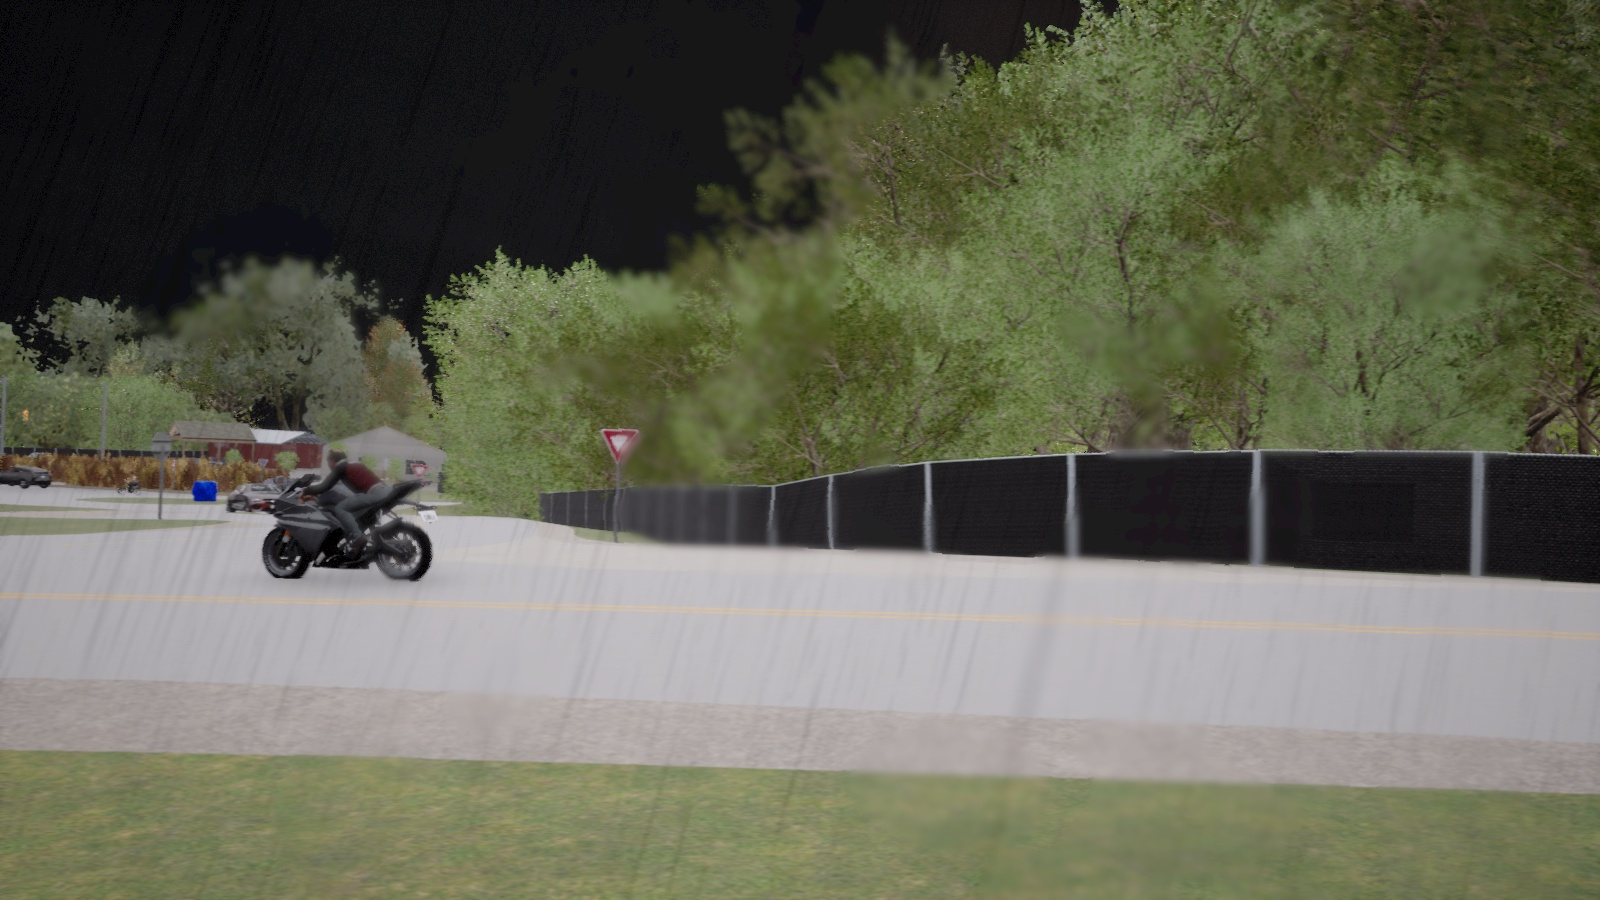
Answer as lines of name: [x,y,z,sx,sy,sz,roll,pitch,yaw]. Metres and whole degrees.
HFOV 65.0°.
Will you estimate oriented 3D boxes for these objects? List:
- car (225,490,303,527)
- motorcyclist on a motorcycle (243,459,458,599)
car: [-25.488,2.796,59.644,2.152,1.651,5.027,1,-3,-38]
motorcyclist on a motorcycle: [-5.162,0.894,14.442,2.191,1.530,0.866,-2,0,15]
